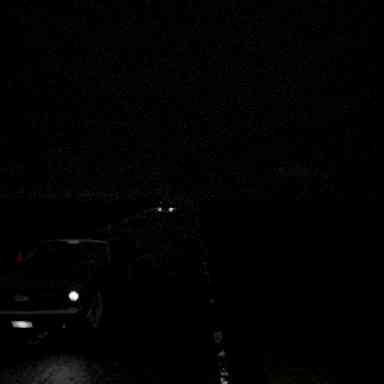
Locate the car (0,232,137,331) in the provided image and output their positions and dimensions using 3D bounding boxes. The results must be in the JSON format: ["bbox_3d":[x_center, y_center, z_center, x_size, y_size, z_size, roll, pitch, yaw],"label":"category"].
[{"bbox_3d":[-2.445,1.595,6.987,1.895,1.301,4.718,0,0,0],"label":"car"}]

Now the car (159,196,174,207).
[{"bbox_3d":[-3.682,1.424,49.325,1.882,1.535,5.008,0,0,0],"label":"car"}]

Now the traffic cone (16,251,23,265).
[{"bbox_3d":[-4.818,1.947,9.327,0.340,0.580,0.340,0,0,0],"label":"traffic cone"}]

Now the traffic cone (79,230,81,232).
[{"bbox_3d":[-4.813,1.942,14.326,0.340,0.580,0.340,0,0,0],"label":"traffic cone"}]

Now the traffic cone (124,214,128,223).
[{"bbox_3d":[-4.805,1.932,24.327,0.340,0.580,0.340,0,0,0],"label":"traffic cone"}]

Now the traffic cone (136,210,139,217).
[{"bbox_3d":[-4.801,1.926,29.327,0.340,0.580,0.340,0,0,0],"label":"traffic cone"}]

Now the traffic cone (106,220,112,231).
[{"bbox_3d":[-4.809,1.937,19.327,0.340,0.580,0.340,0,0,0],"label":"traffic cone"}]
